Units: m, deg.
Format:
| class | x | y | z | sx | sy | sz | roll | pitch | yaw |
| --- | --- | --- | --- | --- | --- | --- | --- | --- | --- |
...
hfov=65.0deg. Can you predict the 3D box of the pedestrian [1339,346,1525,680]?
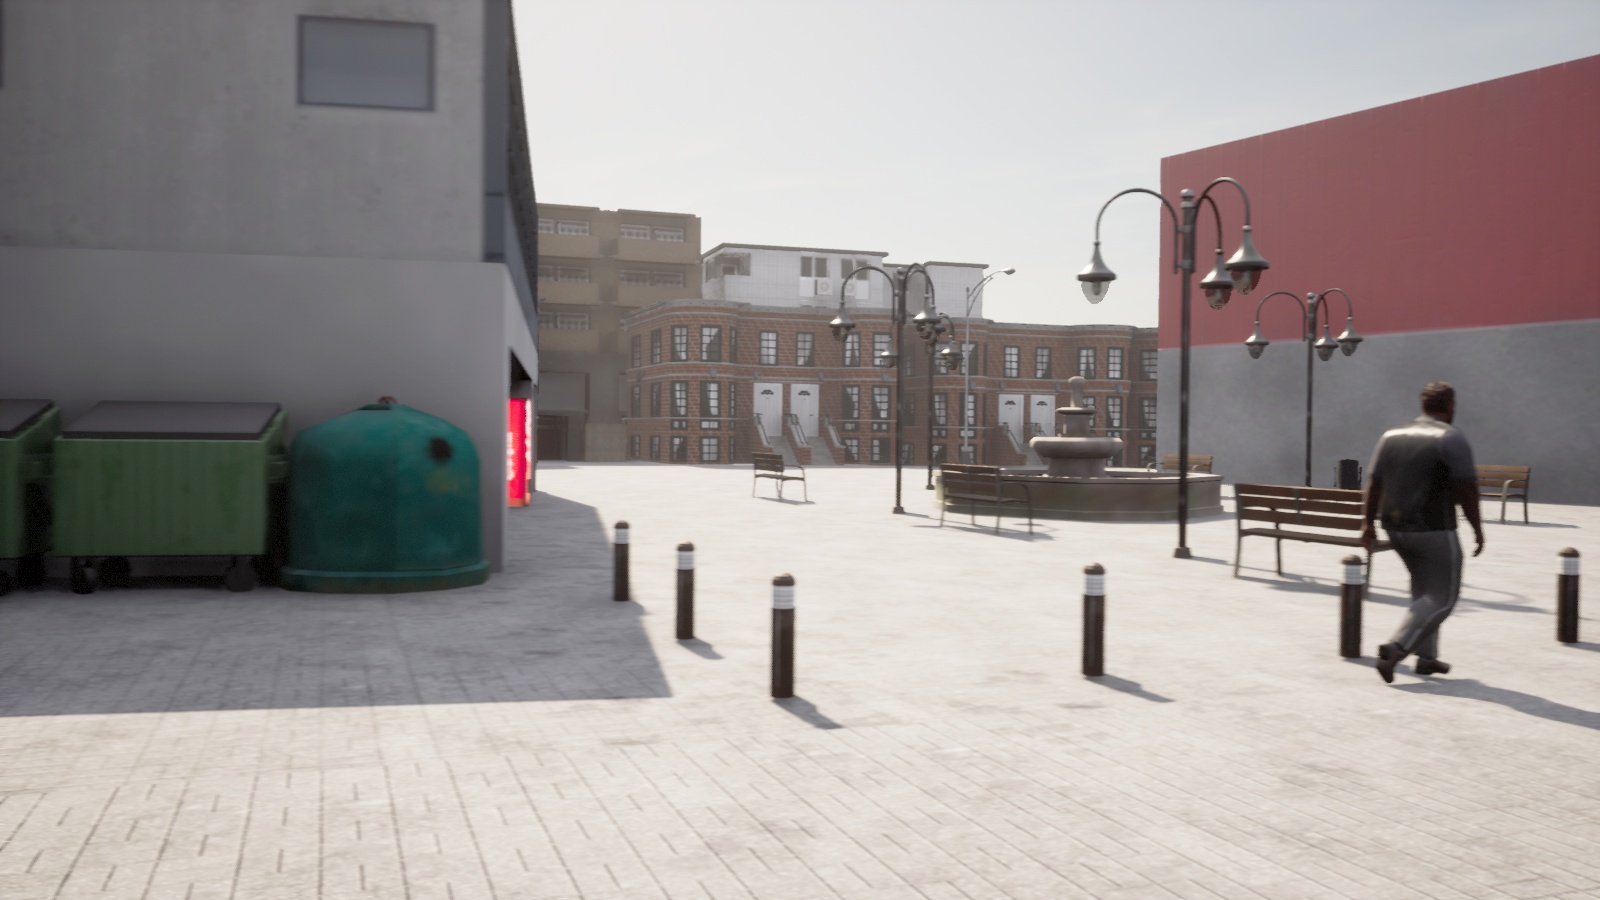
| class | x | y | z | sx | sy | sz | roll | pitch | yaw |
| --- | --- | --- | --- | --- | --- | --- | --- | --- | --- |
| pedestrian | 3.758 | 0.345 | 7.480 | 0.849 | 1.883 | 0.563 | -1 | 1 | -22 |
